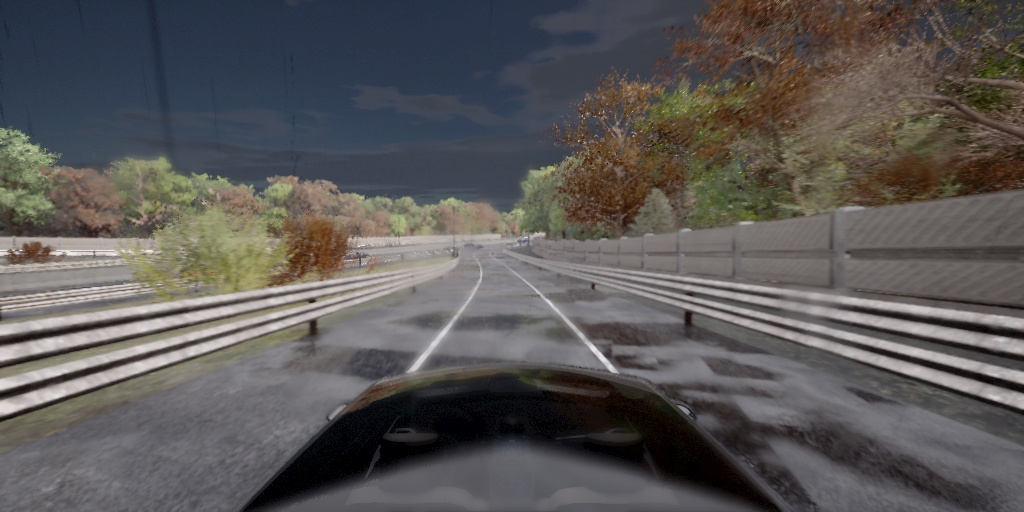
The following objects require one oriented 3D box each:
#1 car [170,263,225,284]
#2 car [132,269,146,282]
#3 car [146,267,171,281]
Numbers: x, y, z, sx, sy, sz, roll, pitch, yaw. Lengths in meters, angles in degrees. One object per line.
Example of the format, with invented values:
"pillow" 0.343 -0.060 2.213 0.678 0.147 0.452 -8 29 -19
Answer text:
"car" -30.116 1.694 36.172 2.150 2.045 5.566 1 4 17
"car" -36.871 1.877 38.023 2.128 1.511 4.902 1 4 17
"car" -33.503 1.978 37.077 2.033 1.411 5.357 1 4 17
